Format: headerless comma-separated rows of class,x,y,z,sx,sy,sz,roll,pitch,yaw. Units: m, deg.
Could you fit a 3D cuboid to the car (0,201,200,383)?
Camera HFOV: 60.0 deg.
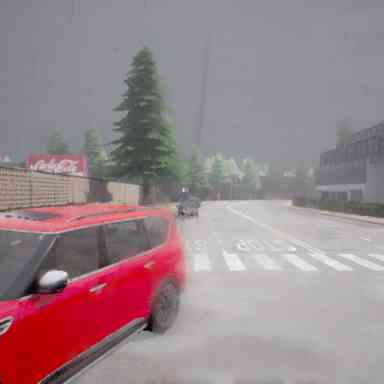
car,-1.973,1.253,4.334,2.150,2.045,5.566,2,1,25

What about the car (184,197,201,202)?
car,-0.325,1.502,29.729,2.128,1.511,4.902,0,0,1

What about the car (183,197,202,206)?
car,0.165,1.518,55.386,2.033,1.411,5.357,0,0,12
